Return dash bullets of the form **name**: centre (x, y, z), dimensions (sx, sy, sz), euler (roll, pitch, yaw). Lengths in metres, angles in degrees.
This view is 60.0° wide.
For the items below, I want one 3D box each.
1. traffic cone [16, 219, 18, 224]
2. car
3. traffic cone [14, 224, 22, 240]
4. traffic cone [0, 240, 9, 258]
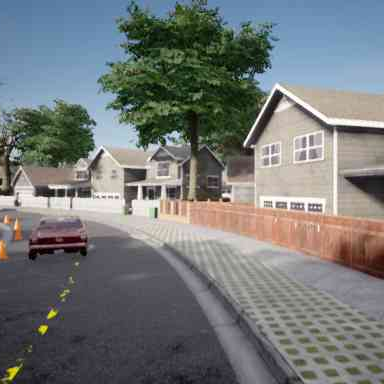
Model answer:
- **traffic cone**: centre (-10.441, 1.912, 19.831), dimensions (0.340, 0.580, 0.340), euler (0, 0, -32)
- **car**: centre (-4.961, 1.580, 12.617), dimensions (1.895, 1.301, 4.718), euler (0, 0, -20)
- **traffic cone**: centre (-8.196, 1.925, 15.688), dimensions (0.340, 0.580, 0.340), euler (0, 0, -25)
- **traffic cone**: centre (-6.445, 1.938, 11.315), dimensions (0.340, 0.580, 0.340), euler (0, 0, -19)
